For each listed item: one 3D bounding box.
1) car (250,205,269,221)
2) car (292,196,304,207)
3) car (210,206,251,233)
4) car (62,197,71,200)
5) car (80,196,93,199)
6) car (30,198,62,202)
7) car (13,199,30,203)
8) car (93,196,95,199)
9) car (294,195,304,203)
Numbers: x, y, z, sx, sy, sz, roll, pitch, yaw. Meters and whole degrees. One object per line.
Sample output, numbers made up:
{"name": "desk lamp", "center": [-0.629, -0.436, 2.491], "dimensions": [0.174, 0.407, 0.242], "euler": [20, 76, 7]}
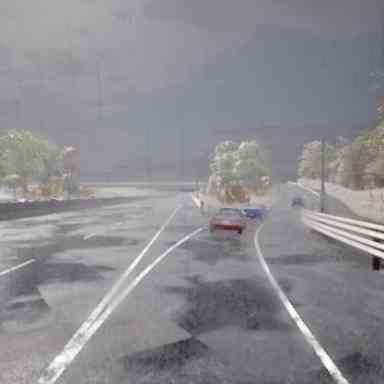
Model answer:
{"name": "car", "center": [6.735, 2.095, 34.592], "dimensions": [1.882, 1.535, 5.008], "euler": [0, -2, 23]}
{"name": "car", "center": [22.194, 1.952, 69.973], "dimensions": [2.150, 2.045, 5.566], "euler": [0, 2, 20]}
{"name": "car", "center": [2.402, 1.728, 20.936], "dimensions": [1.994, 1.385, 4.181], "euler": [2, 0, 13]}
{"name": "car", "center": [-24.967, 1.823, 64.759], "dimensions": [2.128, 1.511, 4.902], "euler": [0, 0, 0]}
{"name": "car", "center": [-21.470, 1.902, 65.144], "dimensions": [1.895, 1.301, 4.718], "euler": [0, 0, 0]}
{"name": "car", "center": [-21.408, 1.716, 49.067], "dimensions": [1.837, 1.490, 4.892], "euler": [0, 0, 0]}
{"name": "car", "center": [-24.907, 1.769, 48.891], "dimensions": [1.994, 1.385, 4.181], "euler": [0, 0, 0]}
{"name": "car", "center": [-25.080, 1.575, 80.991], "dimensions": [2.097, 1.767, 4.553], "euler": [0, 0, 0]}
{"name": "car", "center": [25.750, 1.694, 79.818], "dimensions": [2.128, 1.511, 4.902], "euler": [0, 3, 18]}
